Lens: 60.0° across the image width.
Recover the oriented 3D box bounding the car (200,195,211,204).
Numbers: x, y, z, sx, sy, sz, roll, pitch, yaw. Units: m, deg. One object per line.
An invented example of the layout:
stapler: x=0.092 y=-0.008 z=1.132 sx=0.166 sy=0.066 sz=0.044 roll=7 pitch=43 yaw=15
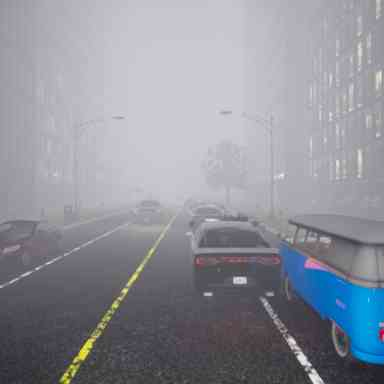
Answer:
car: x=2.541 y=1.410 z=62.516 sx=1.967 sy=1.590 sz=4.097 roll=0 pitch=0 yaw=0

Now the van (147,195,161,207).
van: x=-5.813 y=1.328 z=51.115 sx=1.690 sy=1.788 sz=3.998 roll=0 pitch=0 yaw=0

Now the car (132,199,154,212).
car: x=-5.786 y=1.548 z=39.729 sx=2.008 sy=1.369 sz=4.403 roll=0 pitch=0 yaw=0

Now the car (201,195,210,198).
car: x=2.582 y=1.544 z=45.439 sx=2.008 sy=1.369 sz=4.403 roll=0 pitch=0 yaw=0

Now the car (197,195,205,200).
car: x=2.472 y=1.463 z=90.978 sx=1.887 sy=1.381 sz=4.507 roll=0 pitch=0 yaw=0

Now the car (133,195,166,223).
car: x=-3.161 y=1.351 z=25.310 sx=2.097 sy=1.767 sz=4.553 roll=0 pitch=0 yaw=0

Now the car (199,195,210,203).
car: x=2.527 y=1.401 z=68.208 sx=1.967 sy=1.590 sz=4.097 roll=0 pitch=0 yaw=0

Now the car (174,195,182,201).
car: x=-3.193 y=1.467 z=79.881 sx=1.812 sy=1.442 sz=4.674 roll=0 pitch=0 yaw=0

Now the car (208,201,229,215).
car: x=2.609 y=1.581 z=34.054 sx=1.802 sy=1.307 sz=4.206 roll=0 pitch=0 yaw=0

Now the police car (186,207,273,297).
police car: x=0.879 y=1.425 z=8.716 sx=1.930 sy=1.638 sz=5.238 roll=0 pitch=0 yaw=0

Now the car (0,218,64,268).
car: x=-5.717 y=1.582 z=11.266 sx=1.802 sy=1.307 sz=4.206 roll=0 pitch=0 yaw=0

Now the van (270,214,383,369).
van: x=2.677 y=1.341 z=5.592 sx=1.690 sy=1.788 sz=3.998 roll=0 pitch=0 yaw=0

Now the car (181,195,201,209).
car: x=-0.102 y=1.471 z=45.189 sx=1.882 sy=1.535 sz=5.008 roll=0 pitch=0 yaw=1

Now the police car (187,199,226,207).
police car: x=0.855 y=1.425 z=18.716 sx=1.930 sy=1.638 sz=5.238 roll=0 pitch=0 yaw=0
